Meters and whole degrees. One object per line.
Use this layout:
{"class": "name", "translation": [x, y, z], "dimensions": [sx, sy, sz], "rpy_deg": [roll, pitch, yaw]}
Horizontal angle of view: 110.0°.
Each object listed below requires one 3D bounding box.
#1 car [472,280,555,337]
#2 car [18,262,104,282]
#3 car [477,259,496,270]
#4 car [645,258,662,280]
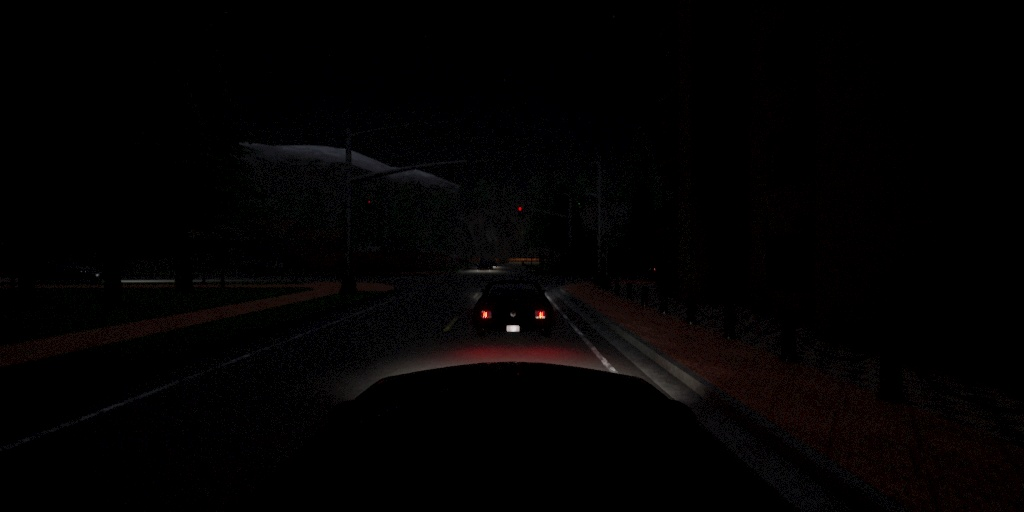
{"class": "car", "translation": [0.042, 1.330, 10.229], "dimensions": [1.895, 1.301, 4.718], "rpy_deg": [0, 0, 0]}
{"class": "car", "translation": [-33.422, 1.166, 26.705], "dimensions": [4.902, 1.511, 2.128], "rpy_deg": [0, 0, -1]}
{"class": "car", "translation": [-3.691, 1.112, 49.829], "dimensions": [1.882, 1.535, 5.008], "rpy_deg": [0, 0, 0]}
{"class": "car", "translation": [12.981, 1.054, 28.096], "dimensions": [4.553, 1.767, 2.097], "rpy_deg": [0, 0, 0]}
